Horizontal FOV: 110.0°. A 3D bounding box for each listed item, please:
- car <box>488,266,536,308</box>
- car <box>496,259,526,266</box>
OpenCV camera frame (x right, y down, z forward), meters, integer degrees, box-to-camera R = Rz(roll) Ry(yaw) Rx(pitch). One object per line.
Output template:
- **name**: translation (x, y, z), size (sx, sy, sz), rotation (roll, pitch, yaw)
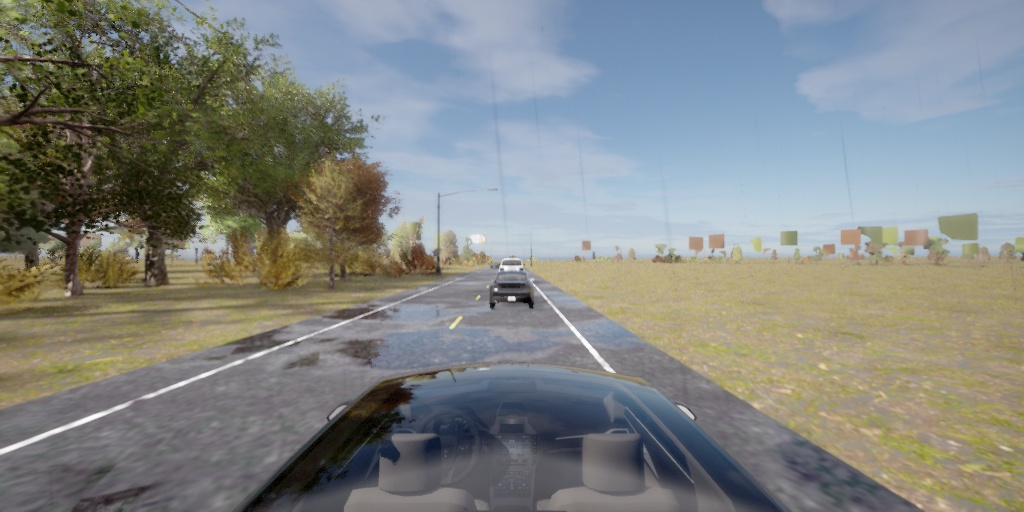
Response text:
- **car**: translation (-0.007, 1.395, 16.152), size (1.837, 1.490, 4.892), rotation (0, 0, 0)
- **car**: translation (-0.021, 1.245, 30.888), size (2.150, 2.045, 5.566), rotation (0, 0, 0)
